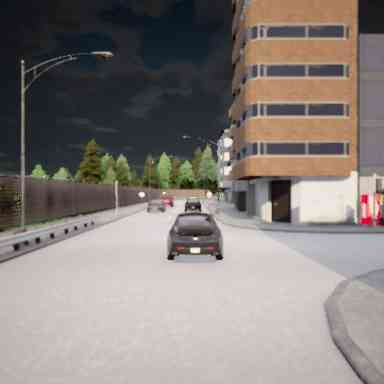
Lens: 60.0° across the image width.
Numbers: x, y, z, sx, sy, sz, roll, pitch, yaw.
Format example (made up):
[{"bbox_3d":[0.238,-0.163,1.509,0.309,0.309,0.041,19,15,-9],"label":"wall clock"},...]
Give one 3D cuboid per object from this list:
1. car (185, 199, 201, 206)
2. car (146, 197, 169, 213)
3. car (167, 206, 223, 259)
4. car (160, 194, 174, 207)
[{"bbox_3d":[0.122,1.532,39.542,1.882,1.535,5.008,0,0,0],"label":"car"},{"bbox_3d":[-4.055,1.578,38.489,1.812,1.442,4.674,0,0,0],"label":"car"},{"bbox_3d":[0.106,1.524,12.591,1.837,1.490,4.892,0,0,0],"label":"car"},{"bbox_3d":[-4.012,1.291,51.621,2.150,2.045,5.566,0,0,0],"label":"car"}]
